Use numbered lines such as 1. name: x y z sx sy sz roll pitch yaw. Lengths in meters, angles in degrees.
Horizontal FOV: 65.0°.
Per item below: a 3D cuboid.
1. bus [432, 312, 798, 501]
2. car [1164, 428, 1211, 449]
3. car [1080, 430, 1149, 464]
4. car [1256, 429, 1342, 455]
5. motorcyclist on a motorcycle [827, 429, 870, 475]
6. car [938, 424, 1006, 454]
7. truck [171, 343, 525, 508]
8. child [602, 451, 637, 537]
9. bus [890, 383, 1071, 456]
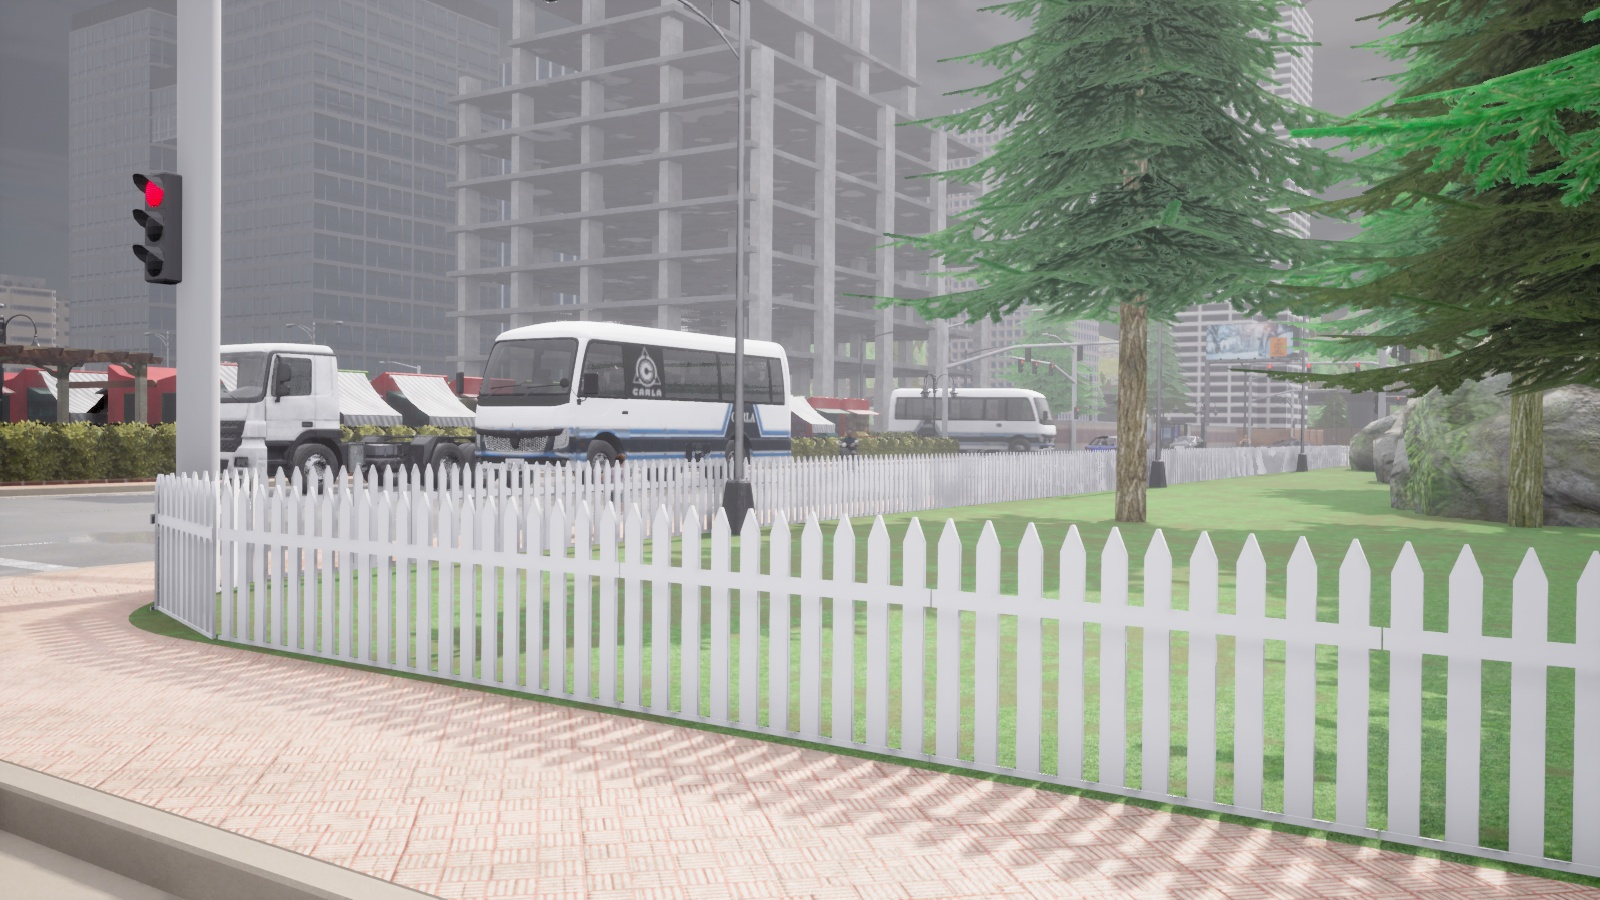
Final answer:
1. bus: -4.467 -1.065 33.699 3.944 4.253 10.273 0 1 32
2. car: 28.794 -0.845 93.194 2.128 1.511 4.902 0 1 32
3. car: 14.279 -0.162 56.946 1.816 1.474 4.193 0 1 32
4. car: 27.908 -0.441 70.312 4.181 1.385 1.994 0 1 32
5. motorcyclist on a motorcycle: 1.708 0.067 44.092 0.866 1.590 1.817 -1 0 24
6. car: 11.052 -0.730 80.746 3.866 1.878 1.905 0 1 31
7. truck: -10.611 -0.571 30.501 2.891 3.462 7.936 0 1 32
8. child: -2.356 0.567 16.393 0.255 1.110 0.394 0 1 32
9. bus: 11.044 -1.834 77.035 10.273 4.253 3.944 0 1 27
